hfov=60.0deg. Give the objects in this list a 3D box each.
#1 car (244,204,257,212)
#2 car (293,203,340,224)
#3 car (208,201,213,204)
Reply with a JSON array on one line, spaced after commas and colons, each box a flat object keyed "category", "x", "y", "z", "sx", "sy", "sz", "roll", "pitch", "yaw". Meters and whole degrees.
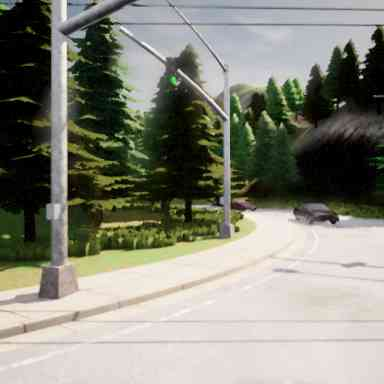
[{"category": "car", "x": 5.506, "y": 1.513, "z": 38.265, "sx": 1.812, "sy": 1.442, "sz": 4.674, "roll": 0, "pitch": 0, "yaw": -28}, {"category": "car", "x": 9.045, "y": 1.538, "z": 24.722, "sx": 2.033, "sy": 1.411, "sz": 5.357, "roll": 0, "pitch": 0, "yaw": 1}, {"category": "car", "x": 4.187, "y": 1.462, "z": 47.116, "sx": 1.882, "sy": 1.535, "sz": 5.008, "roll": 0, "pitch": 0, "yaw": -34}]
